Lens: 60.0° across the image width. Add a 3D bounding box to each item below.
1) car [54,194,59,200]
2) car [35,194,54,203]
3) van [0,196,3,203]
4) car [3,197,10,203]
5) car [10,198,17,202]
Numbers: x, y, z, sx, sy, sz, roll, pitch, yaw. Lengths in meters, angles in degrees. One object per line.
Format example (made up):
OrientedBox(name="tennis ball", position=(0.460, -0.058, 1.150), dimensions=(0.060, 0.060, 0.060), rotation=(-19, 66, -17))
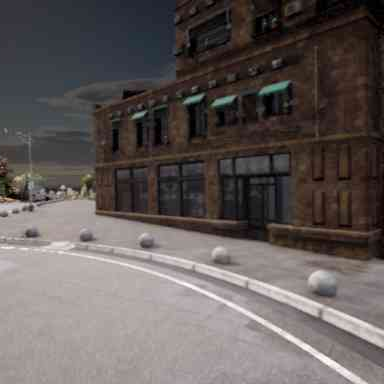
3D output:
OrientedBox(name="car", position=(-28.790, 1.198, 68.819), dimensions=(2.033, 1.411, 5.357), rotation=(-1, -1, -14))
OrientedBox(name="car", position=(-26.349, 1.097, 58.680), dimensions=(2.128, 1.511, 4.902), rotation=(-1, 0, -14))
OrientedBox(name="van", position=(-36.112, 1.091, 58.015), dimensions=(4.442, 1.987, 1.878), rotation=(-1, 0, -14))
OrientedBox(name="car", position=(-36.753, 1.227, 60.984), dimensions=(4.553, 1.767, 2.185), rotation=(-1, -1, -14))
OrientedBox(name="car", position=(-37.237, 1.392, 63.867), dimensions=(5.366, 1.575, 1.946), rotation=(-1, -1, -14))
